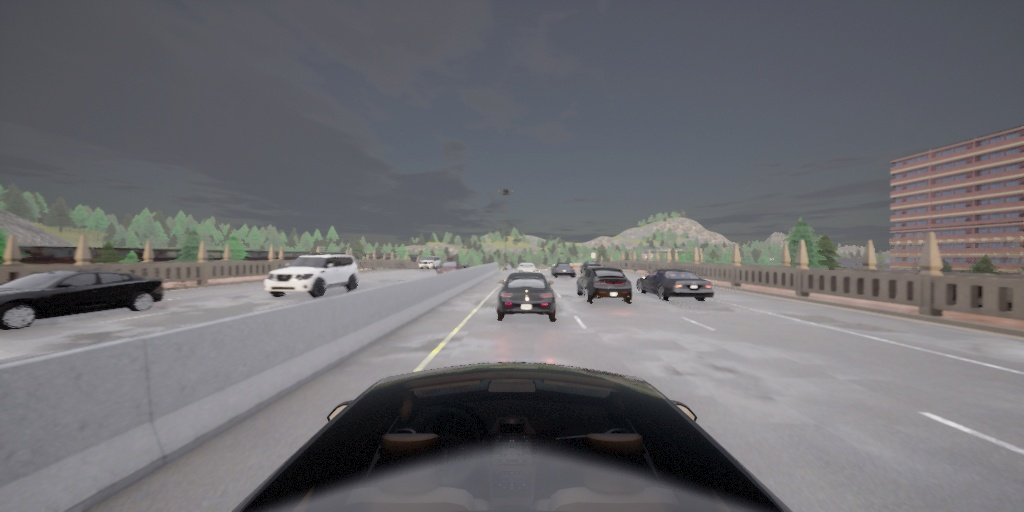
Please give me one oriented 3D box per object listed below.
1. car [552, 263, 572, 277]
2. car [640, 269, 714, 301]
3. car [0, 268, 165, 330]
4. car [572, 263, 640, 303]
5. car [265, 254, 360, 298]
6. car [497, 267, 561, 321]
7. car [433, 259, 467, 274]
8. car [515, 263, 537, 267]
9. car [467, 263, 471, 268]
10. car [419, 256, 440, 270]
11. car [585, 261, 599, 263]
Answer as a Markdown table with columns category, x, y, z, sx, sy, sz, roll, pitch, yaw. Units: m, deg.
| category | x | y | z | sx | sy | sz | roll | pitch | yaw |
| --- | --- | --- | --- | --- | --- | --- | --- | --- | --- |
| car | 4.924 | 1.335 | 35.004 | 1.994 | 1.385 | 4.181 | 0 | 0 | 2 |
| car | 7.690 | 1.331 | 17.459 | 2.033 | 1.411 | 5.357 | 0 | 0 | 2 |
| car | -13.796 | 1.167 | 11.062 | 1.882 | 1.535 | 5.008 | 0 | 0 | 2 |
| car | 4.166 | 1.273 | 16.743 | 1.837 | 1.490 | 4.892 | 0 | 0 | 2 |
| car | -9.977 | 0.928 | 18.528 | 2.150 | 2.045 | 5.566 | 0 | 0 | 2 |
| car | 0.495 | 1.278 | 12.476 | 1.812 | 1.442 | 4.674 | 0 | 0 | 2 |
| car | -5.814 | 1.250 | 34.109 | 1.812 | 1.442 | 4.674 | 0 | 0 | 3 |
| car | 1.218 | 1.281 | 30.171 | 1.812 | 1.442 | 4.674 | 0 | 0 | 2 |
| car | -8.165 | 1.759 | 60.251 | 1.895 | 1.301 | 4.718 | 0 | -3 | 3 |
| car | -12.005 | 1.018 | 52.916 | 2.150 | 2.045 | 5.566 | 0 | -1 | 3 |
| car | 8.604 | 1.279 | 39.203 | 2.128 | 1.511 | 4.902 | 0 | 0 | 2 |
